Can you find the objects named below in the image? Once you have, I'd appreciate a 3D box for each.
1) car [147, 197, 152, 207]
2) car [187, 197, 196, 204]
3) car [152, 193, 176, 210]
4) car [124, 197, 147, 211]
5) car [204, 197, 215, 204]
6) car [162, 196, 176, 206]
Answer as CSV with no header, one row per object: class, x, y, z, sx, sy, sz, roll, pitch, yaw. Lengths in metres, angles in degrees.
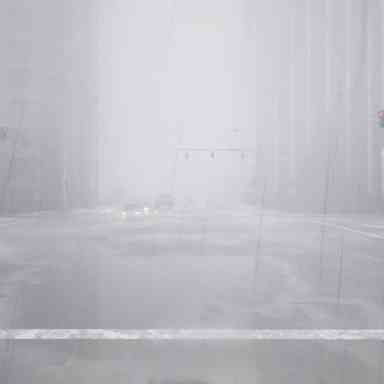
car,-7.152,1.491,50.696,2.128,1.511,4.902,0,0,0
car,-0.083,1.601,65.498,1.895,1.301,4.718,0,0,0
car,-3.655,1.221,44.304,2.150,2.045,5.566,0,0,0
car,-7.151,1.478,41.209,1.882,1.535,5.008,0,0,0
car,3.417,1.601,64.963,1.895,1.301,4.718,0,0,0
car,-3.649,1.478,54.300,1.882,1.535,5.008,0,0,0
